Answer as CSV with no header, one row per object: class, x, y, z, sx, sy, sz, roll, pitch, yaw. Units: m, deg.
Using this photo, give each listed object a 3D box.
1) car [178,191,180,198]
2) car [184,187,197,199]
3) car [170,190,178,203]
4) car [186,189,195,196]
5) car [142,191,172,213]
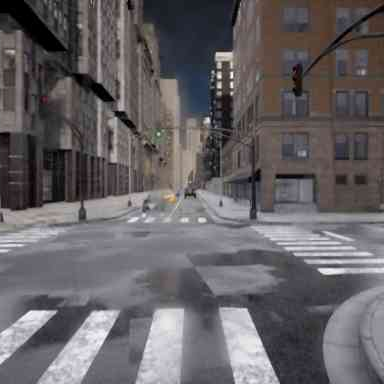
car,-3.332,0.295,63.866,1.882,1.535,5.008,0,1,0
car,-0.308,0.118,59.433,2.150,2.045,5.566,0,1,0
car,-3.319,0.644,45.461,1.882,1.535,5.008,0,1,0
car,-0.361,0.049,69.827,1.812,1.442,4.674,0,1,0
car,-3.247,0.958,29.381,2.128,1.511,4.902,0,1,0
